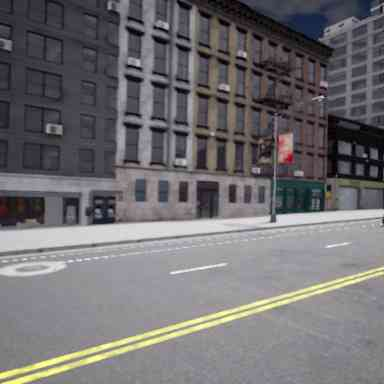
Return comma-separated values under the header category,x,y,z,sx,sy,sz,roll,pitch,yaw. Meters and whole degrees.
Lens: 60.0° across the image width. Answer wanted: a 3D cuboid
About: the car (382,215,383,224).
category,x,y,z,sx,sy,sz,roll,pitch,yaw
car,14.443,1.487,21.963,4.674,1.442,1.812,0,0,-35
